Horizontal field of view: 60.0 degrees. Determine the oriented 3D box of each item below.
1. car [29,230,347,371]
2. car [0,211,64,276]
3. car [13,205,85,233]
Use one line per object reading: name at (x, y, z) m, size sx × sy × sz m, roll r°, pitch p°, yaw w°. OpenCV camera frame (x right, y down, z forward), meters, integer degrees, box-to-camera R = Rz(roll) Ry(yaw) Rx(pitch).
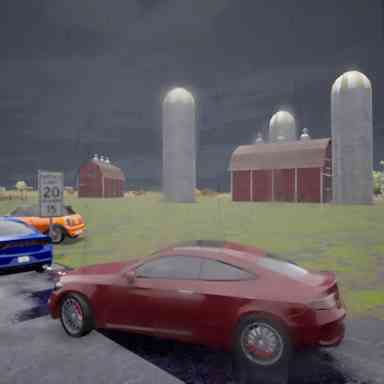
car at (-0.059, 1.530, 5.429) m, size 4.674 × 1.442 × 1.812 m, roll 0°, pitch 0°, yaw 19°
car at (-5.929, 1.480, 9.754) m, size 5.008 × 1.535 × 1.882 m, roll 0°, pitch 0°, yaw 42°
car at (-7.469, 1.370, 15.392) m, size 4.553 × 1.767 × 2.097 m, roll 0°, pitch 0°, yaw 1°
